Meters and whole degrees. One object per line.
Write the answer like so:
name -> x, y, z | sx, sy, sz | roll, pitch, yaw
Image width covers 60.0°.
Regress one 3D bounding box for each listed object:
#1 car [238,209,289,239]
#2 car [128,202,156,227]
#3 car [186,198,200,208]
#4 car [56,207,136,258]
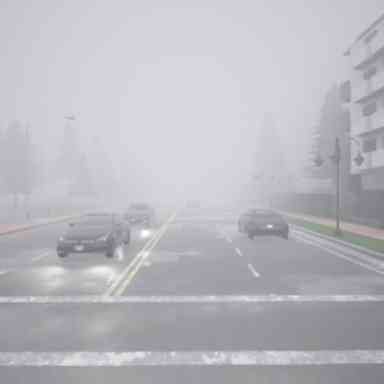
car -> 3.605, 1.554, 17.406 | 1.994, 1.385, 4.181 | 0, 0, 0
car -> -3.569, 1.493, 22.793 | 1.837, 1.490, 4.892 | 0, 0, 0
car -> 0.111, 1.539, 47.550 | 1.994, 1.385, 4.181 | 0, 0, 0
car -> -3.580, 1.519, 12.901 | 1.812, 1.442, 4.674 | 0, 0, 0
